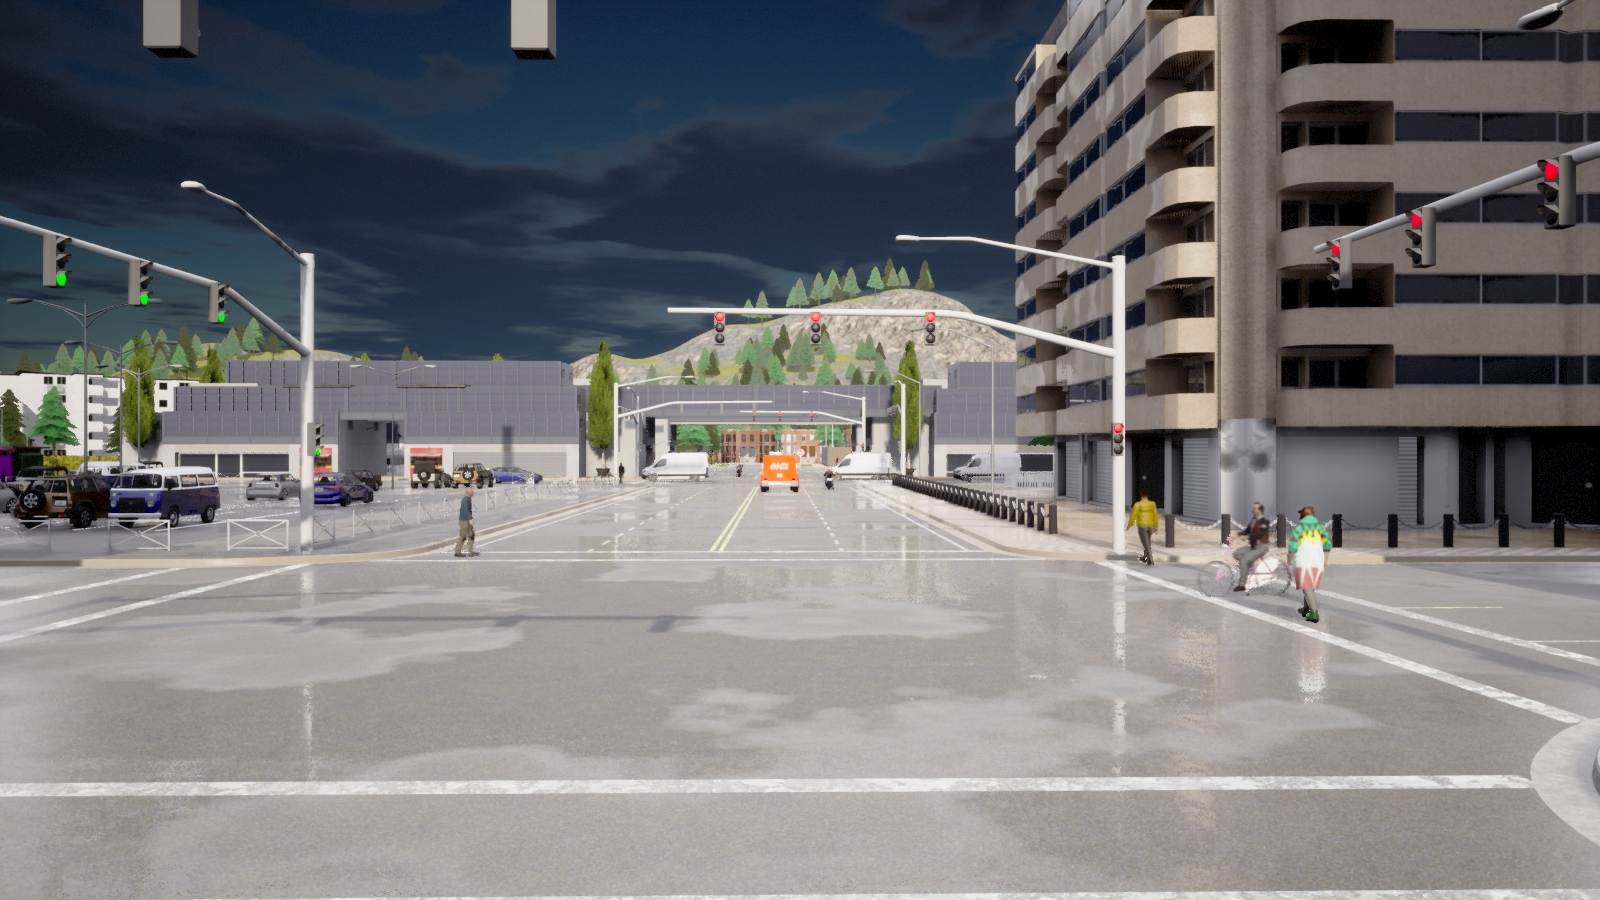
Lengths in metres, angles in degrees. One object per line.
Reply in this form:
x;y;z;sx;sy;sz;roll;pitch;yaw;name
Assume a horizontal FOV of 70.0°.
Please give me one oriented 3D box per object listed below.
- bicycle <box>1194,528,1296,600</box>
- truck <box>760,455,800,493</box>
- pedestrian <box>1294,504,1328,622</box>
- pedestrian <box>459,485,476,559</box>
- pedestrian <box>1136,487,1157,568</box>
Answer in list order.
8.300;2.118;21.316;1.835;1.271;0.329;0;0;-7;bicycle
-1.366;1.564;77.071;2.627;2.467;5.204;0;0;-1;truck
8.210;1.804;18.373;0.375;1.860;0.375;0;0;-1;pedestrian
-8.523;1.834;29.310;0.375;1.860;0.375;0;0;-8;pedestrian
8.109;1.806;26.753;0.375;1.860;0.375;0;0;-1;pedestrian
